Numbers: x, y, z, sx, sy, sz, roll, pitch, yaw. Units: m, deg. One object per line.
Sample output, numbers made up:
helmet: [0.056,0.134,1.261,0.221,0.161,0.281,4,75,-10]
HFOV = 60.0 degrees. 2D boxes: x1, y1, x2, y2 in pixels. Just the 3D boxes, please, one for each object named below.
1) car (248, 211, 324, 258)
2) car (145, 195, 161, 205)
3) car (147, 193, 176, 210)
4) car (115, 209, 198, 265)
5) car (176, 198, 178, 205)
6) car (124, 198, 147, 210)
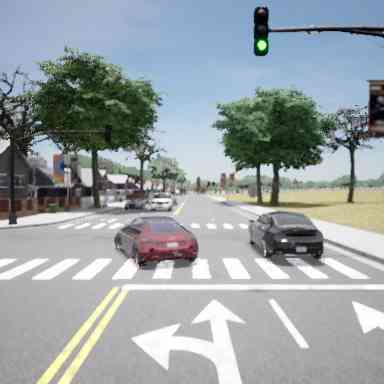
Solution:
car: [3.332,1.468,12.499,1.837,1.490,4.892,0,1,0]
car: [-6.540,1.327,56.161,2.128,1.511,4.902,0,0,1]
car: [-3.340,1.106,37.239,2.150,2.045,5.566,0,0,0]
car: [-1.366,1.528,11.713,1.994,1.385,4.181,0,0,-23]
car: [-3.315,1.335,52.857,2.128,1.511,4.902,0,0,0]
car: [-6.586,1.445,38.643,1.994,1.385,4.181,0,0,0]
